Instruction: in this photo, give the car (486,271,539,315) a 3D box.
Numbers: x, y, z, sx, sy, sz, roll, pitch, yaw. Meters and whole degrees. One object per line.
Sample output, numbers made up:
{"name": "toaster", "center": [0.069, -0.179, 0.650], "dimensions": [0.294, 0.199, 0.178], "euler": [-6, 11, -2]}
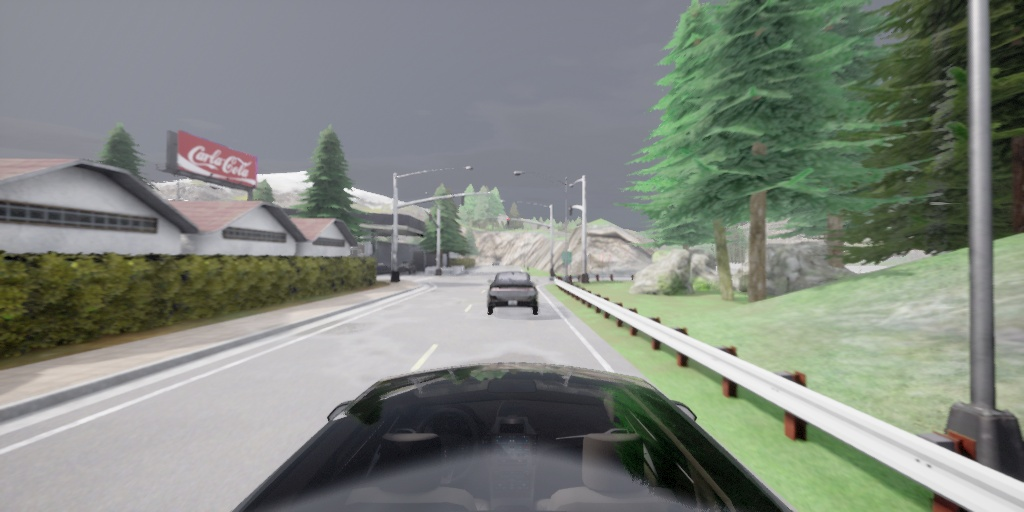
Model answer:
{"name": "car", "center": [0.041, 1.349, 14.238], "dimensions": [2.128, 1.511, 4.902], "euler": [0, 0, 0]}
